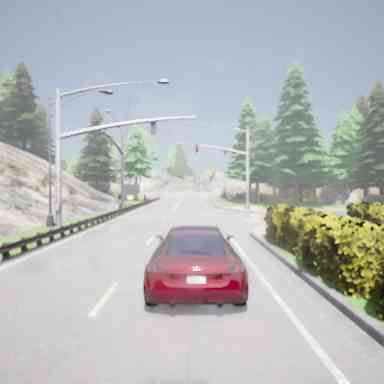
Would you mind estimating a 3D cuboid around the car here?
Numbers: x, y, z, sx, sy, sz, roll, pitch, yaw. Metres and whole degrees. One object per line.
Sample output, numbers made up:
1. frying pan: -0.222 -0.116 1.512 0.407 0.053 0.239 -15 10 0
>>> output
1. car: 0.070 1.450 7.726 1.994 1.385 4.181 0 1 0
